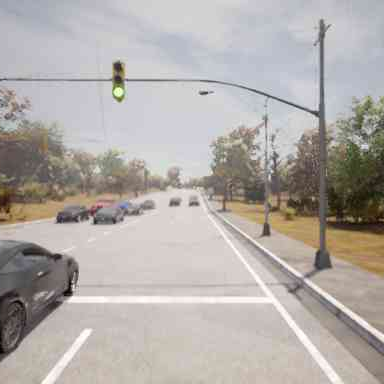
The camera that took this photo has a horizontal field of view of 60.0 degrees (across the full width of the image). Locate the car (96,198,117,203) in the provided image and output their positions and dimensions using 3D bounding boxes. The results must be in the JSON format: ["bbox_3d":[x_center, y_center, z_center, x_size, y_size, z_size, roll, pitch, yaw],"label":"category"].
[{"bbox_3d":[-10.394,1.712,40.097,2.150,2.045,5.566,0,-1,0],"label":"car"}]

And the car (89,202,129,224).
[{"bbox_3d":[-6.964,1.873,28.332,1.812,1.442,4.674,0,-1,0],"label":"car"}]

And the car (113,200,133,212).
[{"bbox_3d":[-10.325,2.003,50.221,1.882,1.535,5.008,0,1,0],"label":"car"}]

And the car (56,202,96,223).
[{"bbox_3d":[-10.456,1.868,29.720,1.837,1.490,4.892,0,-1,0],"label":"car"}]

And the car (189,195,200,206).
[{"bbox_3d":[0.414,1.819,60.218,1.895,1.301,4.718,0,2,0],"label":"car"}]

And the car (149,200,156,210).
[{"bbox_3d":[-6.812,1.988,52.423,1.837,1.490,4.892,0,2,0],"label":"car"}]

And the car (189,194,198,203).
[{"bbox_3d":[0.376,1.354,70.096,1.812,1.442,4.674,0,2,0],"label":"car"}]

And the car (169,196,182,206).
[{"bbox_3d":[-3.090,1.743,59.728,1.837,1.490,4.892,0,2,1],"label":"car"}]

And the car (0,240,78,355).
[{"bbox_3d":[-3.534,1.601,6.053,1.812,1.442,4.674,0,-1,-3],"label":"car"}]

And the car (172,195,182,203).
[{"bbox_3d":[-3.129,1.442,69.666,1.895,1.301,4.718,0,2,0],"label":"car"}]

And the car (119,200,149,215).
[{"bbox_3d":[-6.898,1.978,39.700,2.128,1.511,4.902,0,-1,0],"label":"car"}]
